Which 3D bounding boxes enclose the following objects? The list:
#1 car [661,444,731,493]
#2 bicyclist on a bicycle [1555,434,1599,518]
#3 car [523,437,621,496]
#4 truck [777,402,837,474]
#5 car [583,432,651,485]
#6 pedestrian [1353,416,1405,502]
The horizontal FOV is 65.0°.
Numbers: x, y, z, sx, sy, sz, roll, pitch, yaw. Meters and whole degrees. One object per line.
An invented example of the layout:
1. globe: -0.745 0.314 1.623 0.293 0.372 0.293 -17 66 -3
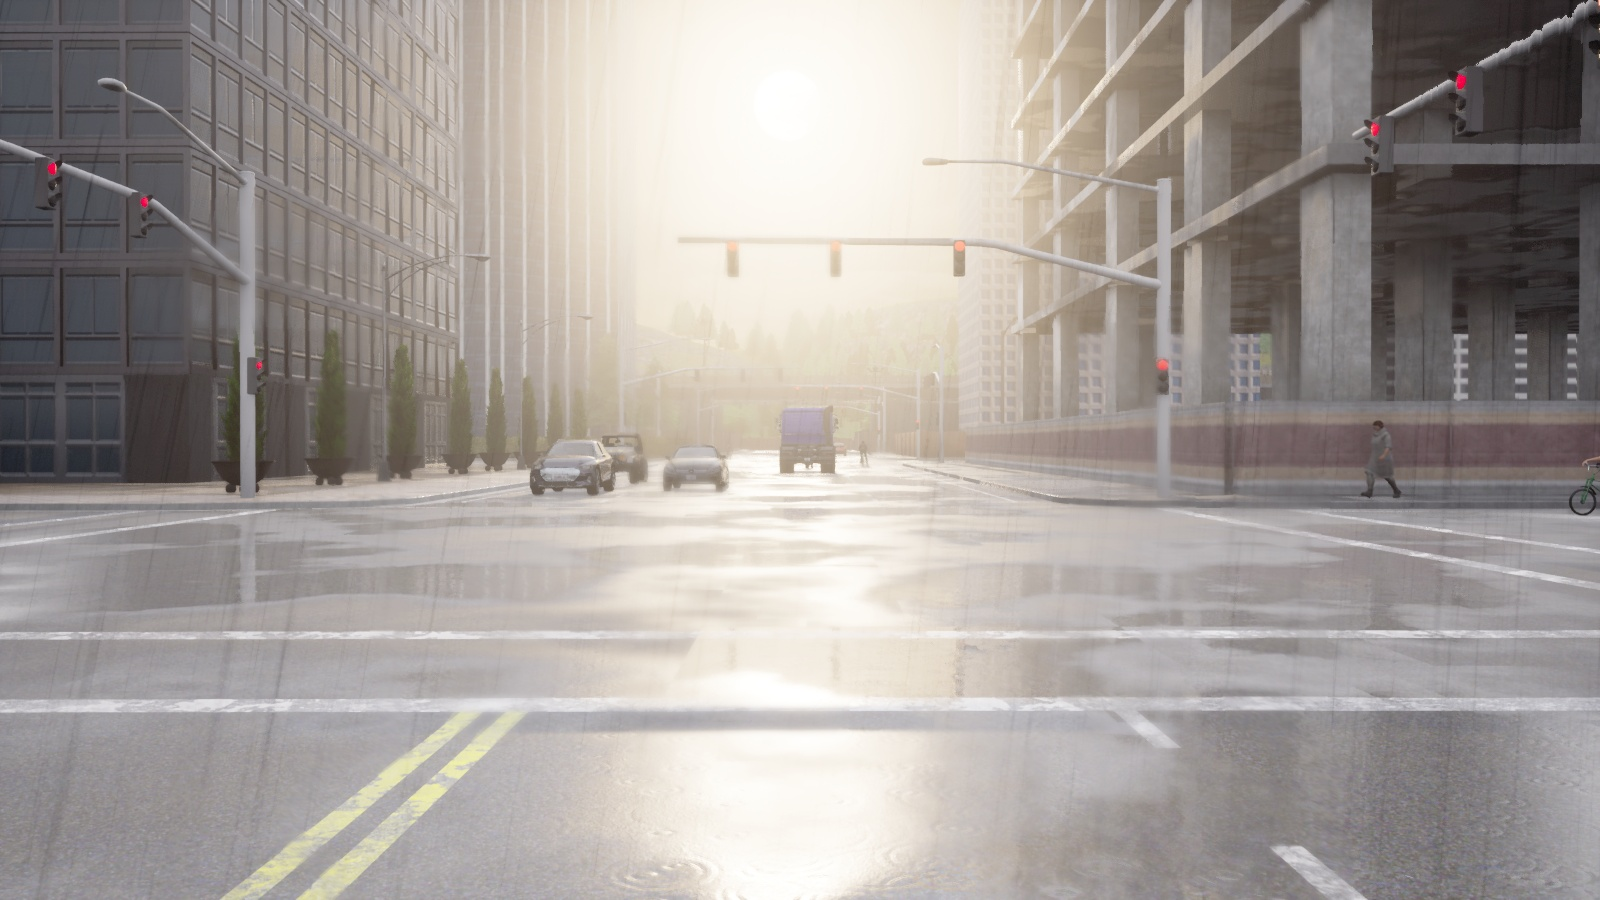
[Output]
1. car: -3.261 0.543 40.083 1.812 1.442 4.674 0 0 0
2. bicyclist on a bicycle: 15.731 0.502 24.463 1.509 1.612 0.866 0 0 0
3. car: -6.774 0.457 37.851 2.033 1.649 4.856 0 0 0
4. truck: 0.376 -0.599 64.556 2.891 3.462 7.936 0 0 0
5. car: -6.726 0.274 46.513 1.905 1.878 3.866 0 0 0
6. pedestrian: 13.343 0.195 28.936 0.873 1.952 0.659 0 0 -16
